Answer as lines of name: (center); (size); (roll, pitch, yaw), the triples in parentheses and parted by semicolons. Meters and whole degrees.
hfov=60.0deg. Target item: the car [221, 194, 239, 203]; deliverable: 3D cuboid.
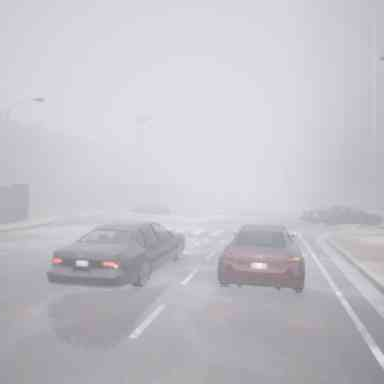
car: (7.183, 1.333, 61.901); (1.812, 1.442, 4.674); (0, 0, 14)

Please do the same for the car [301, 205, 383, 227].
car: (10.037, 1.561, 22.270); (5.357, 1.411, 2.033); (1, 0, -13)

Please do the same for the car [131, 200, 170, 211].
car: (-3.921, 1.428, 31.046); (1.994, 1.385, 4.181); (1, 0, -43)

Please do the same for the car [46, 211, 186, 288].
car: (-1.647, 1.498, 9.215); (2.033, 1.411, 5.357); (0, 0, 14)

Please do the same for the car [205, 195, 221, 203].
car: (3.767, 1.305, 62.655); (1.812, 1.442, 4.674); (0, 0, 14)

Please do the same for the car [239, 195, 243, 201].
car: (10.655, 1.300, 76.377); (1.812, 1.442, 4.674); (0, 0, 13)

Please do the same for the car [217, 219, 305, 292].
car: (1.921, 1.542, 9.070); (1.994, 1.385, 4.181); (0, 0, 14)

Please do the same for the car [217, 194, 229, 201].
car: (7.308, 1.287, 77.431); (2.033, 1.411, 5.357); (0, 0, 13)
